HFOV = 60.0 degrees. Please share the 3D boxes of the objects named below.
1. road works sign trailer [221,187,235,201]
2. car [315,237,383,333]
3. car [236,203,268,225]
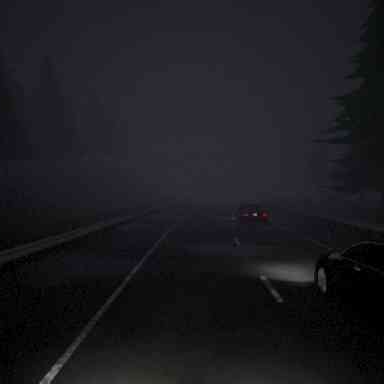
[{"bbox_3d":[8.543,0.368,81.929,2.380,3.560,2.880,0,0,14],"label":"road works sign trailer"},{"bbox_3d":[3.647,1.502,5.554,1.837,1.490,4.892,0,1,1],"label":"car"},{"bbox_3d":[4.245,1.520,24.073,2.033,1.411,5.357,0,0,3],"label":"car"}]
